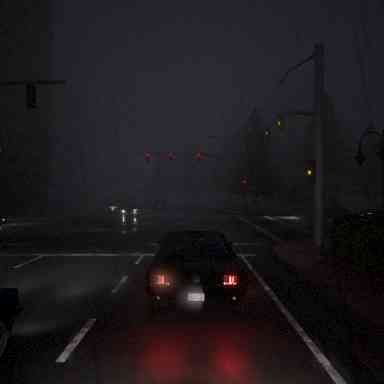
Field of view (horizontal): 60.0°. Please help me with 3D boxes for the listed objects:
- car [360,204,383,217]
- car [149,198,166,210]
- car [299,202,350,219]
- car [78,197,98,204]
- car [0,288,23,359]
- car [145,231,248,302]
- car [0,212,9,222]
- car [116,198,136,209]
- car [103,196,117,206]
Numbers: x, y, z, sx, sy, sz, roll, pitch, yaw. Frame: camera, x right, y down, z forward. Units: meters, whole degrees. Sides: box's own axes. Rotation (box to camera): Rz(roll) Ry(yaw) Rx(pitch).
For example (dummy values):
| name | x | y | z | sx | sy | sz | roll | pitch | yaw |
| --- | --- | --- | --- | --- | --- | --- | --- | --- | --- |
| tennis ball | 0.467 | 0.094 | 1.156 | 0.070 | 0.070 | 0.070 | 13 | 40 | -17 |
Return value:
| name | x | y | z | sx | sy | sz | roll | pitch | yaw |
| --- | --- | --- | --- | --- | --- | --- | --- | --- | --- |
| car | 15.763 | 1.560 | 26.021 | 4.892 | 1.490 | 1.837 | 0 | 0 | 0 |
| car | -4.427 | 1.504 | 43.034 | 1.837 | 1.490 | 4.892 | 1 | 0 | -11 |
| car | 11.725 | 1.619 | 29.563 | 4.181 | 1.385 | 1.994 | 0 | 0 | 1 |
| car | -19.739 | 1.601 | 63.063 | 4.718 | 1.301 | 1.895 | 0 | 0 | 43 |
| car | -3.429 | 1.601 | 2.769 | 1.895 | 1.301 | 4.718 | 0 | 0 | 0 |
| car | 0.091 | 1.601 | 8.193 | 1.895 | 1.301 | 4.718 | 0 | 0 | 0 |
| car | -15.808 | 1.591 | 23.064 | 5.357 | 1.411 | 2.033 | -1 | 0 | -6 |
| car | -8.889 | 1.526 | 45.539 | 1.812 | 1.442 | 4.674 | 0 | 0 | -18 |
| car | -13.193 | 1.478 | 55.029 | 1.882 | 1.535 | 5.008 | 0 | 0 | -33 |
